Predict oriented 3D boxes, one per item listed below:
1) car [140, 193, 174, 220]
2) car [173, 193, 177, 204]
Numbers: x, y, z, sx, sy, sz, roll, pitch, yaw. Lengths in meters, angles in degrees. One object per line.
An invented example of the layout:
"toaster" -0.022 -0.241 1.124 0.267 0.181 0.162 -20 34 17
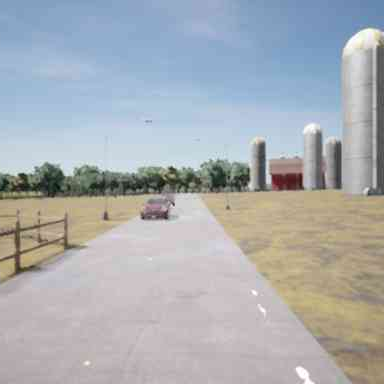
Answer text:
"car" -2.798 1.219 26.415 2.097 1.767 4.553 0 1 0
"car" -2.801 0.850 38.472 1.837 1.490 4.892 0 1 0
